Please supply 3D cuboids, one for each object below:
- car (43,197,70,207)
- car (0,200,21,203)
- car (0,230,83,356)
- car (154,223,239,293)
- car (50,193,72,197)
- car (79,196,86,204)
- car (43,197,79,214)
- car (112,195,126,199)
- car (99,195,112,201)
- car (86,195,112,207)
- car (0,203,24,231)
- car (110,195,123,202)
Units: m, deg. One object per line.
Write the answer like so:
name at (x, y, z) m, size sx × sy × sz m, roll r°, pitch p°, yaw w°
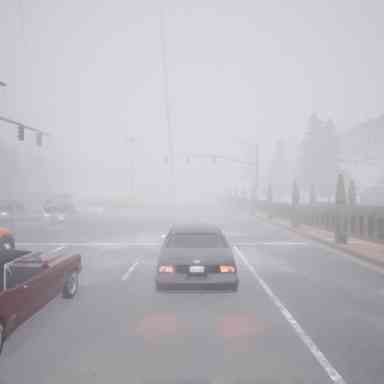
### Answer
car at (-21.142, 1.547, 52.084) m, size 2.033 × 1.411 × 5.357 m, roll 0°, pitch 0°, yaw 0°
car at (-21.136, 1.564, 38.305) m, size 1.994 × 1.385 × 4.181 m, roll 0°, pitch 0°, yaw 0°
car at (-3.405, 1.601, 5.519) m, size 1.895 × 1.301 × 4.718 m, roll 0°, pitch 0°, yaw 0°
car at (0.091, 1.547, 8.974) m, size 2.033 × 1.411 × 5.357 m, roll 0°, pitch 0°, yaw 0°
car at (-17.642, 1.221, 44.236) m, size 2.150 × 2.045 × 5.566 m, roll 0°, pitch 0°, yaw 0°
car at (-21.064, 1.541, 66.071) m, size 2.033 × 1.411 × 5.357 m, roll 0°, pitch 0°, yaw 0°
car at (-14.136, 1.525, 35.887) m, size 1.812 × 1.442 × 4.674 m, roll 0°, pitch 0°, yaw 0°
car at (-14.065, 1.545, 66.633) m, size 2.033 × 1.411 × 5.357 m, roll 0°, pitch 0°, yaw 0°
car at (-21.078, 1.464, 80.880) m, size 1.882 × 1.535 × 5.008 m, roll 0°, pitch 0°, yaw 0°
car at (-14.145, 1.600, 50.671) m, size 1.895 × 1.301 × 4.718 m, roll 0°, pitch 0°, yaw 0°
car at (-6.909, 1.352, 9.183) m, size 2.097 × 1.767 × 4.553 m, roll 0°, pitch 0°, yaw 0°
car at (-17.574, 1.476, 77.233) m, size 1.882 × 1.535 × 5.008 m, roll 0°, pitch 0°, yaw 0°
